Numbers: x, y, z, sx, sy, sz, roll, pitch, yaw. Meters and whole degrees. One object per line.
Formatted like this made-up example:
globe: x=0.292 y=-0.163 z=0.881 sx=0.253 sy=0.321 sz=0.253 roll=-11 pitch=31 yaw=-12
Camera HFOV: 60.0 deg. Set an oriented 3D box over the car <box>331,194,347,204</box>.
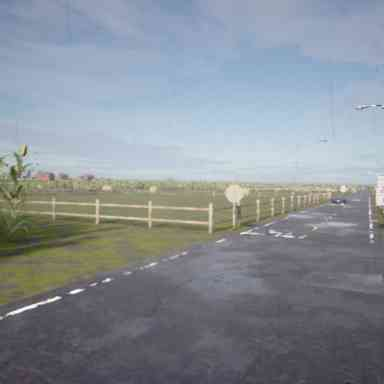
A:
car: x=22.727 y=1.040 z=51.224 sx=1.994 sy=1.385 sz=4.181 roll=2 pitch=1 yaw=28
